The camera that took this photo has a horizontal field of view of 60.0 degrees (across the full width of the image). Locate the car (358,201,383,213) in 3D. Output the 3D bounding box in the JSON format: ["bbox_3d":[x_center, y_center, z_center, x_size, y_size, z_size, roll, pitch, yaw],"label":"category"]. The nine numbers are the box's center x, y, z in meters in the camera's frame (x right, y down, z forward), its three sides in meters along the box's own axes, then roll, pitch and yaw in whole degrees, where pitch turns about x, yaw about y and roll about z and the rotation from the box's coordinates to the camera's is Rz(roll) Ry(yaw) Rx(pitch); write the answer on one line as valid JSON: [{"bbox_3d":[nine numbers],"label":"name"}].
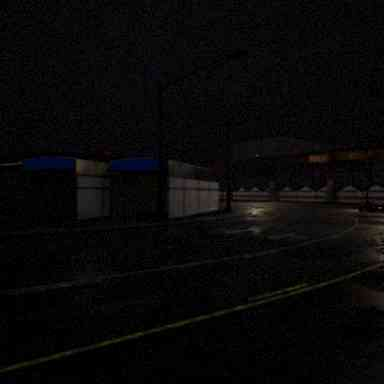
[{"bbox_3d":[22.493,1.866,41.502,1.994,1.385,4.181,0,0,5],"label":"car"}]
